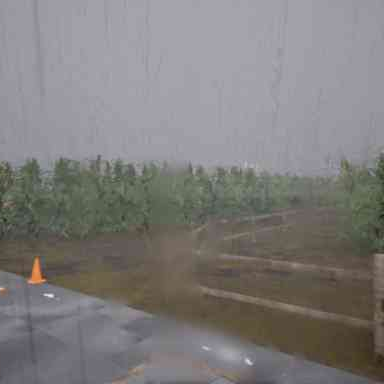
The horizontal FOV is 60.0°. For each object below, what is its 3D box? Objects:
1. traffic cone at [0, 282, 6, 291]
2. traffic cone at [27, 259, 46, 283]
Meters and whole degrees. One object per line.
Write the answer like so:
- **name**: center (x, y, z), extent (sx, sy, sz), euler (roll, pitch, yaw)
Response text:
- **traffic cone**: center (-4.645, 2.022, 7.863), extent (0.340, 0.580, 0.340), euler (0, -1, 37)
- **traffic cone**: center (-4.050, 2.032, 8.665), extent (0.340, 0.580, 0.340), euler (0, -1, 37)
